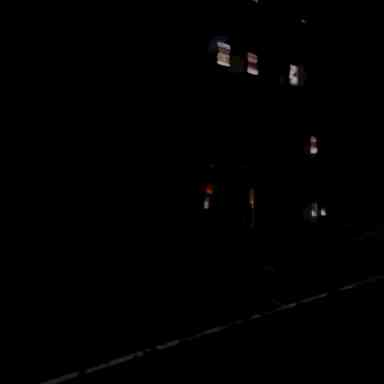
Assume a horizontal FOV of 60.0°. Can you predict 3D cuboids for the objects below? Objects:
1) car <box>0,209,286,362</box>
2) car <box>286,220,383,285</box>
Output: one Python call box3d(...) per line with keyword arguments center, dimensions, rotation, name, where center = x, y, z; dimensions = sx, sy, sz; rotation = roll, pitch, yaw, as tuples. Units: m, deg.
box3d(center=(-0.855, 1.296, 6.093), dimensions=(5.009, 1.841, 2.192), rotation=(0, 1, -36), name="car")
box3d(center=(3.678, 1.508, 9.332), dimensions=(4.313, 1.339, 1.947), rotation=(0, 1, -36), name="car")
